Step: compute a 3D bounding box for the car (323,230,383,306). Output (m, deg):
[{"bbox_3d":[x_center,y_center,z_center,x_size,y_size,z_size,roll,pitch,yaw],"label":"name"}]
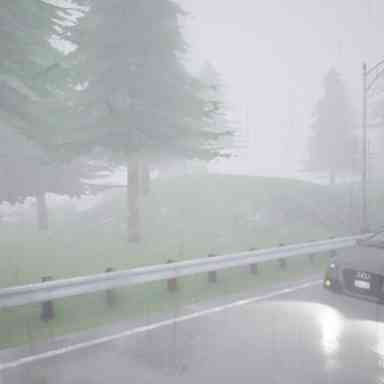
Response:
[{"bbox_3d":[4.807,1.549,7.410,4.181,1.385,1.994,0,0,-36],"label":"car"}]
